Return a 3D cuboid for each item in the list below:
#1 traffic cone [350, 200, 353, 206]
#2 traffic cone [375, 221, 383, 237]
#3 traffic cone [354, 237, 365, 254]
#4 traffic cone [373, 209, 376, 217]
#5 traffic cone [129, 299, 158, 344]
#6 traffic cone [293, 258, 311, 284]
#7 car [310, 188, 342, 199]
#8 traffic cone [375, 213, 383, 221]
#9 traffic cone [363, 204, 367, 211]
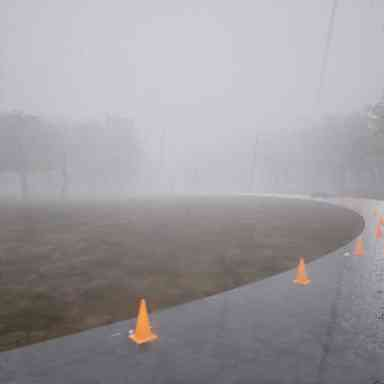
[{"bbox_3d":[15.824,1.104,32.996,0.340,0.580,0.340,-1,2,11],"label":"traffic cone"},{"bbox_3d":[8.770,1.783,15.617,0.340,0.580,0.340,-1,1,34],"label":"traffic cone"},{"bbox_3d":[5.952,1.888,11.832,0.340,0.580,0.340,-1,0,40],"label":"traffic cone"},{"bbox_3d":[13.182,1.466,23.944,0.340,0.580,0.340,-1,2,22],"label":"traffic cone"},{"bbox_3d":[-0.761,1.982,5.210,0.340,0.580,0.340,0,0,-39],"label":"traffic cone"},{"bbox_3d":[2.764,1.955,8.351,0.340,0.580,0.340,-1,0,-45],"label":"traffic cone"},{"bbox_3d":[18.337,0.222,45.864,2.033,1.411,5.357,-2,2,-10],"label":"car"},{"bbox_3d":[11.187,1.642,19.669,0.340,0.580,0.340,-1,1,28],"label":"traffic cone"},{"bbox_3d":[14.732,1.279,28.402,0.340,0.580,0.340,-1,2,16],"label":"traffic cone"}]
